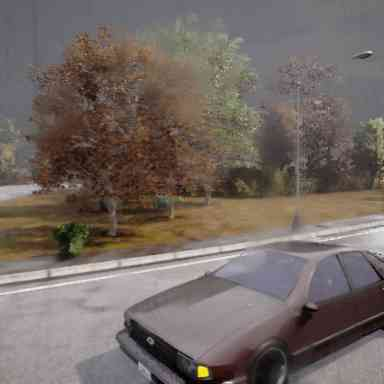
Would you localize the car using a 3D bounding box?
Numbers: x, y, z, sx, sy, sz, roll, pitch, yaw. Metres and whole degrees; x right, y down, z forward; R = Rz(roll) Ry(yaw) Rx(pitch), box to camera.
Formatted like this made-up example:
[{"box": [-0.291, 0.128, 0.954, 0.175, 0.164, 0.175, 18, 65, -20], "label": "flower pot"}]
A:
[{"box": [1.640, 1.529, 5.161, 5.357, 1.411, 2.033, 0, 0, -36], "label": "car"}]
